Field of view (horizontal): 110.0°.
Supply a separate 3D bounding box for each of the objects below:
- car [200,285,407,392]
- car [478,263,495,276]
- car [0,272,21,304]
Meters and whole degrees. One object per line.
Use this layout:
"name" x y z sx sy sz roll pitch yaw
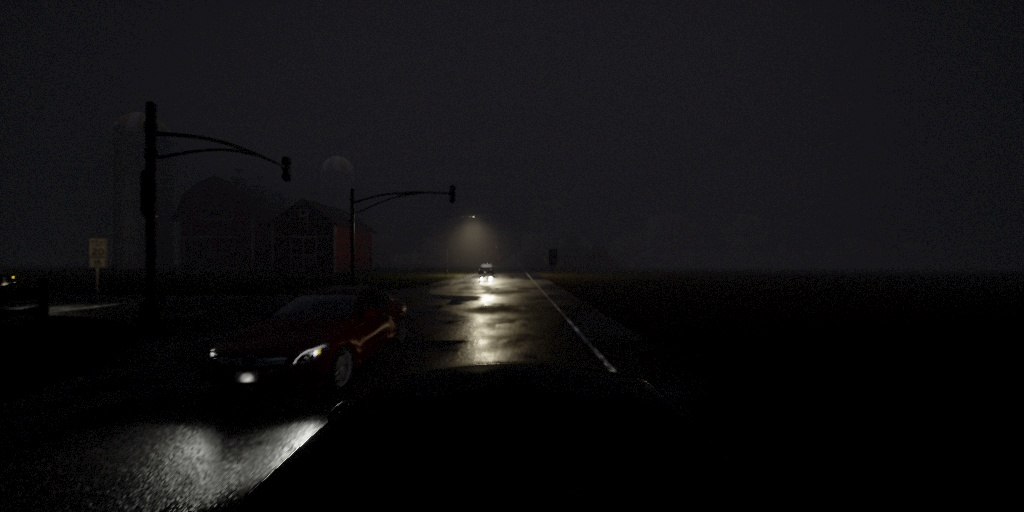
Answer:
"car" -3.447 1.343 7.010 1.812 1.442 4.674 0 -1 0
"car" -3.185 1.686 45.273 2.128 1.511 4.902 0 0 0
"car" -23.127 0.964 14.084 5.566 2.045 2.150 0 0 1
